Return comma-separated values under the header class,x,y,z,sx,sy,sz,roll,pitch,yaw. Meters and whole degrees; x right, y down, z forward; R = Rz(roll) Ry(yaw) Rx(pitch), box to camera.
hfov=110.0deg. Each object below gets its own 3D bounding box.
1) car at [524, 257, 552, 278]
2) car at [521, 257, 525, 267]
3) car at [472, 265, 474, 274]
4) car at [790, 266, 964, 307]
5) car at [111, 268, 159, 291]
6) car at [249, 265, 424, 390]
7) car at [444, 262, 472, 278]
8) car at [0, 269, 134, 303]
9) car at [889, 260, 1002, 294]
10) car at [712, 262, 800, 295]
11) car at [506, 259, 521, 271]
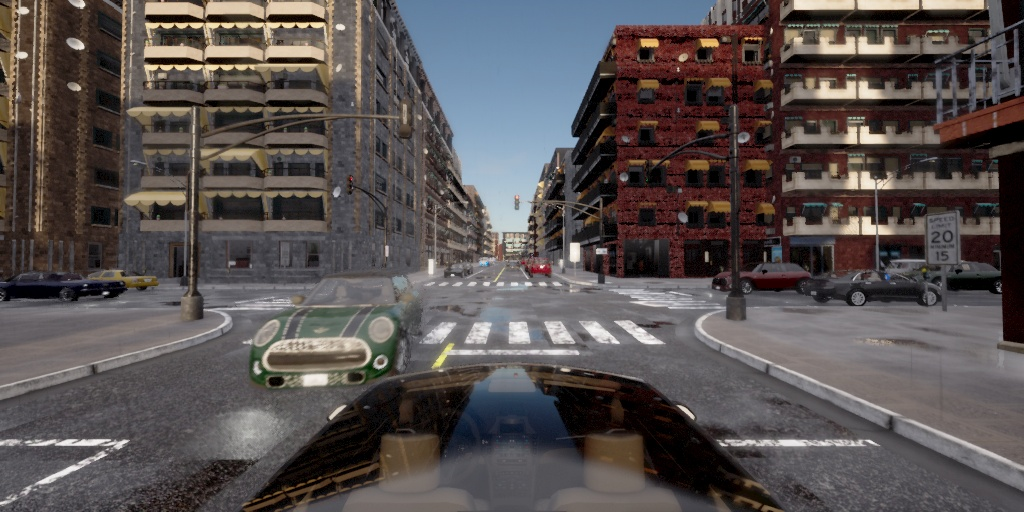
class,x,y,z,sx,sy,sz,roll,pitch,yaw
car,2.604,1.078,34.053,2.192,1.841,5.009,0,0,0
car,2.617,1.087,45.176,2.192,1.841,5.009,0,0,0
car,-5.271,1.332,39.578,1.948,1.339,4.313,0,0,0
car,13.759,1.186,13.747,4.403,1.370,2.007,0,0,0
car,-24.420,1.436,21.762,4.829,1.417,1.751,0,0,0
car,-3.003,1.102,7.135,2.097,1.767,4.553,0,0,-8
car,-5.277,1.329,34.017,1.948,1.339,4.313,0,0,0
car,-20.720,1.387,16.347,4.718,1.301,1.895,0,-1,0
car,23.085,1.079,19.145,4.553,1.767,2.097,0,-1,0
car,13.236,1.102,19.159,4.553,1.767,2.097,0,-1,-1
car,0.155,1.275,50.887,2.128,1.511,4.902,0,0,0
